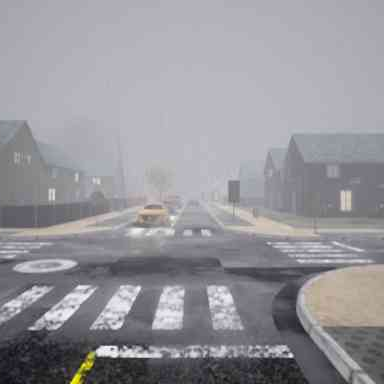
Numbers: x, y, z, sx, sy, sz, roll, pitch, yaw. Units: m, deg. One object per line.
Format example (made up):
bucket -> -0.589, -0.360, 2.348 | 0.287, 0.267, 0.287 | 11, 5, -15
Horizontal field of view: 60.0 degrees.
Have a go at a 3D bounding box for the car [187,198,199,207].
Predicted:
car -> 0.191, 1.788, 56.775 | 1.994, 1.385, 4.181 | 0, 0, 1

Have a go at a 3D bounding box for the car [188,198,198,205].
car -> 0.158, 1.849, 66.754 | 2.033, 1.411, 5.357 | 0, 0, 0

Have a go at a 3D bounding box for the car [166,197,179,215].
car -> -2.763, 1.575, 35.181 | 1.882, 1.535, 5.008 | 0, 0, 0

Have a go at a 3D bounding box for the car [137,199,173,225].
car -> -2.819, 1.537, 25.033 | 1.882, 1.535, 5.008 | 0, 0, 1

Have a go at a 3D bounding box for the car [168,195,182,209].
car -> -2.712, 1.402, 50.154 | 2.150, 2.045, 5.566 | 0, -1, 0
